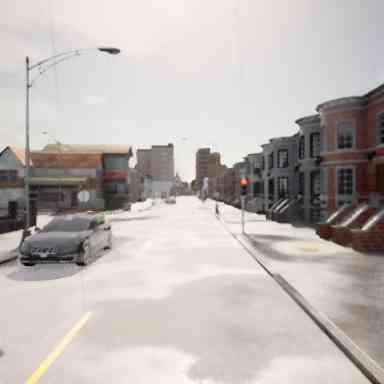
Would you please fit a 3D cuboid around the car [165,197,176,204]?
[{"bbox_3d":[-4.004,1.633,62.972,1.994,1.385,4.181,0,0,1],"label":"car"}]

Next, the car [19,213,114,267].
[{"bbox_3d":[-4.073,1.520,11.572,1.837,1.490,4.892,0,-1,0],"label":"car"}]
